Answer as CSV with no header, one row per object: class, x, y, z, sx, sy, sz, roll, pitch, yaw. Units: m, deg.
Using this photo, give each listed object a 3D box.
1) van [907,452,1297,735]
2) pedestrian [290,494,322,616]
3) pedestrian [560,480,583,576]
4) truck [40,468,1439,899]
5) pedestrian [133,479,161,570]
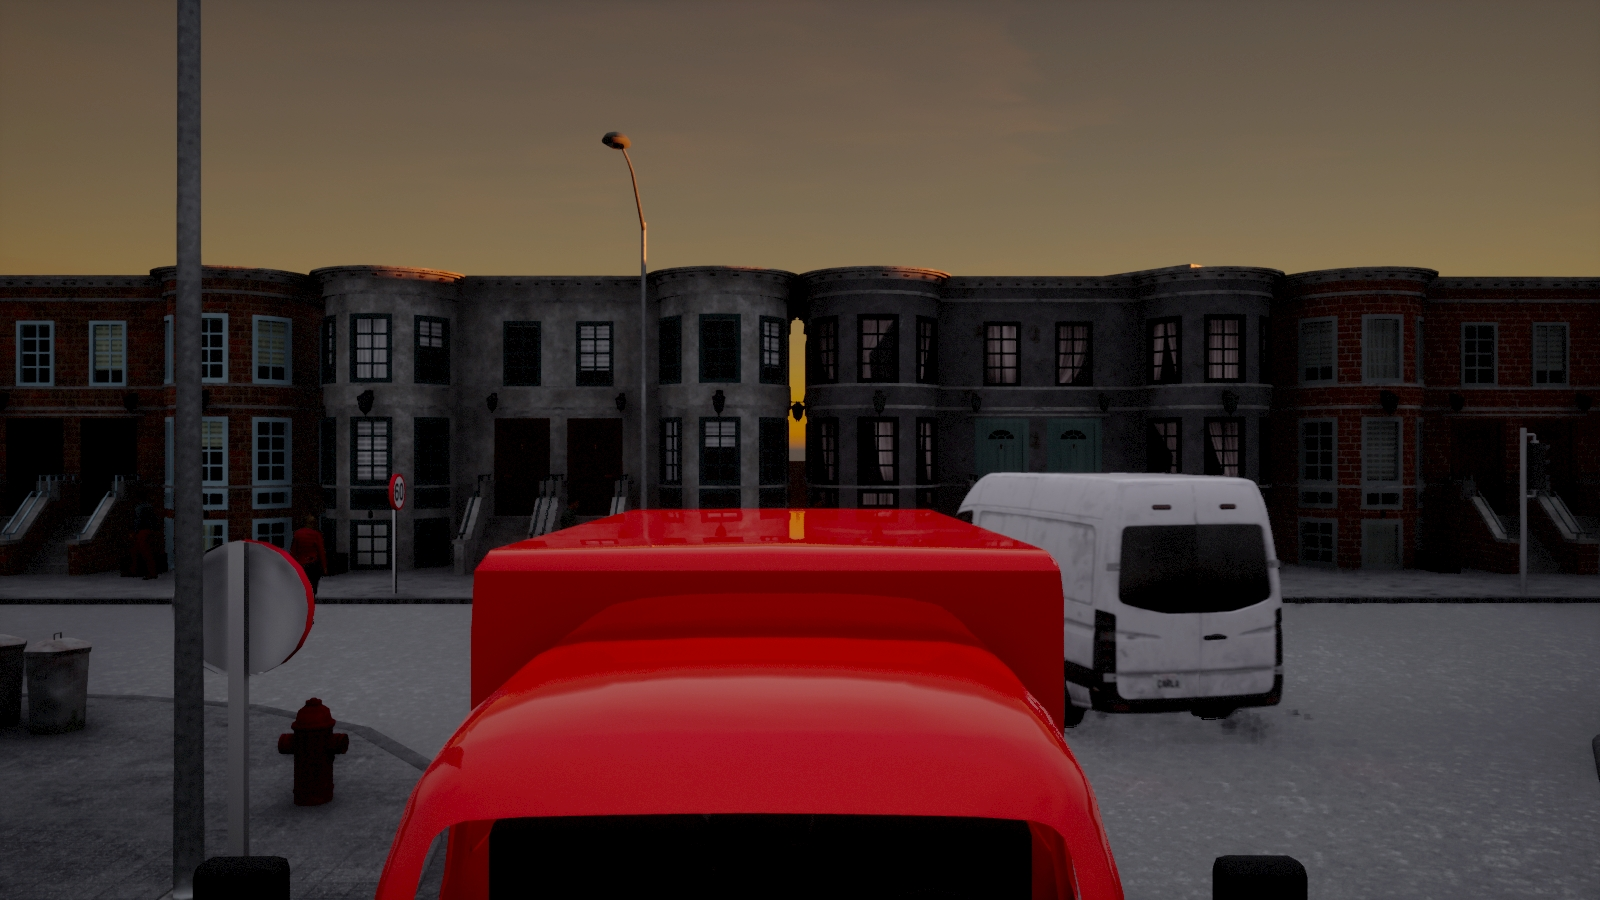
van,3.120,1.315,13.533,1.988,2.561,5.915,0,0,-12
pedestrian,-7.724,1.629,17.872,0.375,1.860,0.375,0,0,-11
pedestrian,-4.483,1.524,22.424,0.375,1.860,0.375,0,0,2
truck,-0.117,1.348,4.748,2.627,2.467,5.204,0,0,0
pedestrian,-13.446,1.526,23.523,0.375,1.860,0.375,0,0,-2
